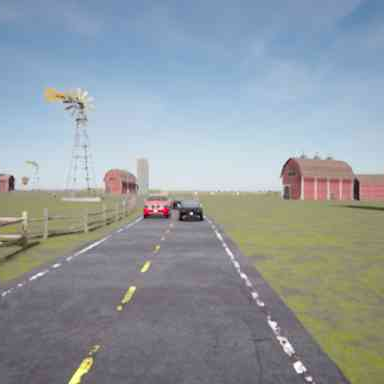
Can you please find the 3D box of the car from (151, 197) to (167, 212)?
[{"bbox_3d":[-3.971,1.437,39.622,1.837,1.490,4.892,0,0,-7],"label":"car"}]

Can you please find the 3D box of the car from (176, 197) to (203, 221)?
[{"bbox_3d":[-0.148,1.441,27.267,1.882,1.535,5.008,0,0,-3],"label":"car"}]

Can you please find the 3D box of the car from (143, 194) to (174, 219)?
[{"bbox_3d":[-3.003,1.180,29.463,2.150,2.045,5.566,0,0,-2],"label":"car"}]

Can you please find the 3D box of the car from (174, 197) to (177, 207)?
[{"bbox_3d":[-1.806,1.403,43.779,1.882,1.535,5.008,0,0,-9],"label":"car"}]
